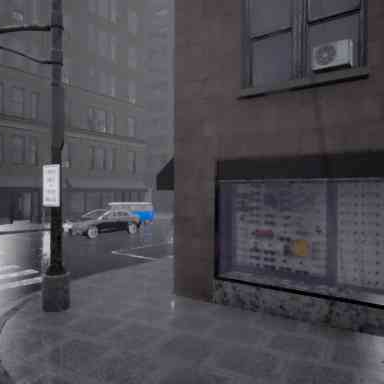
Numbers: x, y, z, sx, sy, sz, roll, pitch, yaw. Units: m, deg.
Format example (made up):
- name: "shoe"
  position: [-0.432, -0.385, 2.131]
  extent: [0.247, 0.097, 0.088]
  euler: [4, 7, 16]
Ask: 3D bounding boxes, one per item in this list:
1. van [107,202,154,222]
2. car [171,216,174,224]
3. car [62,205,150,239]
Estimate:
- name: "van"
  position: [-4.536, 1.636, 24.198]
  extent: [1.690, 1.788, 3.998]
  euler: [-1, -1, 35]
- name: "car"
  position: [0.230, 1.947, 26.477]
  extent: [1.994, 1.385, 4.181]
  euler: [0, -1, 36]
- name: "car"
  position: [-5.026, 1.727, 19.015]
  extent: [2.128, 1.511, 4.902]
  euler: [0, -1, 35]
